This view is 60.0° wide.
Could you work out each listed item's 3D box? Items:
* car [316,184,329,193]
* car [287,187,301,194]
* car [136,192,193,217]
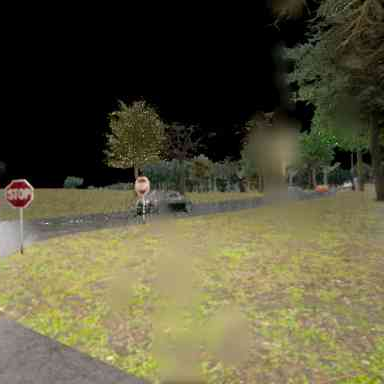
[{"bbox_3d":[27.921,-0.840,71.187,2.097,1.767,4.553,-2,1,28],"label":"car"},{"bbox_3d":[21.377,-0.318,69.841,2.128,1.511,4.902,-3,1,35],"label":"car"},{"bbox_3d":[-1.864,0.767,23.690,2.097,1.767,4.553,-3,-1,35],"label":"car"}]
